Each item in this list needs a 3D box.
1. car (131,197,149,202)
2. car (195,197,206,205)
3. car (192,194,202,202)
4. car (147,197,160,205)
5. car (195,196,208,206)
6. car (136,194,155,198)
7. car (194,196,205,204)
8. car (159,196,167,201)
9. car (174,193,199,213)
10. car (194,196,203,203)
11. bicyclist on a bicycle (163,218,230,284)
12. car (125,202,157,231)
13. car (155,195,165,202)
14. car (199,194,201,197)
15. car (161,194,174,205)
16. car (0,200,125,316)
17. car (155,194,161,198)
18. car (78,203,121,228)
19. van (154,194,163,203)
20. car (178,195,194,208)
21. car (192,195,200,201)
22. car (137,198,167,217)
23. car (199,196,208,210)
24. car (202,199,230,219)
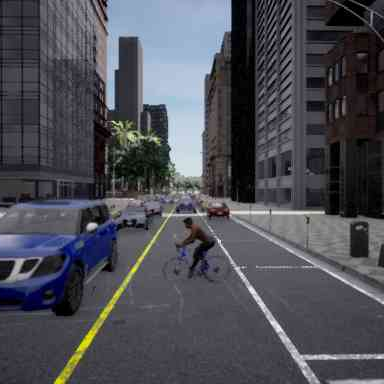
[{"bbox_3d":[-6.561,1.584,39.378,1.802,1.307,4.206,0,0,-1],"label":"car"},{"bbox_3d":[1.510,1.561,61.241,1.887,1.381,4.507,0,0,-1],"label":"car"},{"bbox_3d":[1.171,1.345,77.513,2.192,1.841,5.009,0,0,-1],"label":"car"},{"bbox_3d":[-7.013,1.561,61.076,1.887,1.381,4.507,0,0,-1],"label":"car"},{"bbox_3d":[1.623,1.452,55.818,1.967,1.590,4.097,0,0,-1],"label":"car"},{"bbox_3d":[-6.675,1.320,44.802,2.192,1.841,5.009,0,0,-1],"label":"car"},{"bbox_3d":[1.398,1.572,66.665,2.008,1.369,4.403,0,0,-1],"label":"car"},{"bbox_3d":[-7.578,1.618,88.202,1.802,1.307,4.206,0,0,-1],"label":"car"},{"bbox_3d":[-0.660,1.355,37.664,2.097,1.767,4.553,0,0,-1],"label":"car"},{"bbox_3d":[1.281,1.551,72.259,1.752,1.417,4.829,0,0,-1],"label":"car"},{"bbox_3d":[0.096,1.452,8.109,1.656,1.620,0.582,-2,0,-1],"label":"bicyclist on a bicycle"},{"bbox_3d":[-3.494,1.563,20.429,1.994,1.385,4.181,0,0,-1],"label":"car"},{"bbox_3d":[-7.352,1.470,77.351,1.967,1.590,4.097,0,0,-1],"label":"car"},{"bbox_3d":[1.736,1.448,50.394,1.967,1.590,4.097,0,0,-1],"label":"car"},{"bbox_3d":[-4.283,1.508,59.328,2.128,1.511,4.902,0,0,-1],"label":"car"},{"bbox_3d":[-3.235,1.224,7.838,2.150,2.045,5.566,0,0,-1],"label":"car"},{"bbox_3d":[-6.901,1.327,55.652,2.192,1.841,5.009,0,0,-1],"label":"car"},{"bbox_3d":[-6.218,1.524,22.933,1.752,1.417,4.829,0,0,-1],"label":"car"},{"bbox_3d":[-7.240,1.367,71.927,1.690,1.788,3.998,0,0,-1],"label":"van"},{"bbox_3d":[-0.872,1.359,47.953,2.097,1.767,4.553,0,0,-1],"label":"car"},{"bbox_3d":[0.946,1.602,88.361,1.947,1.339,4.313,0,0,-1],"label":"car"},{"bbox_3d":[-3.681,1.564,31.158,1.994,1.385,4.181,0,0,-1],"label":"car"},{"bbox_3d":[1.959,1.528,39.716,1.752,1.417,4.829,0,0,-1],"label":"car"},{"bbox_3d":[2.189,1.544,28.698,1.887,1.381,4.507,0,0,-1],"label":"car"}]
